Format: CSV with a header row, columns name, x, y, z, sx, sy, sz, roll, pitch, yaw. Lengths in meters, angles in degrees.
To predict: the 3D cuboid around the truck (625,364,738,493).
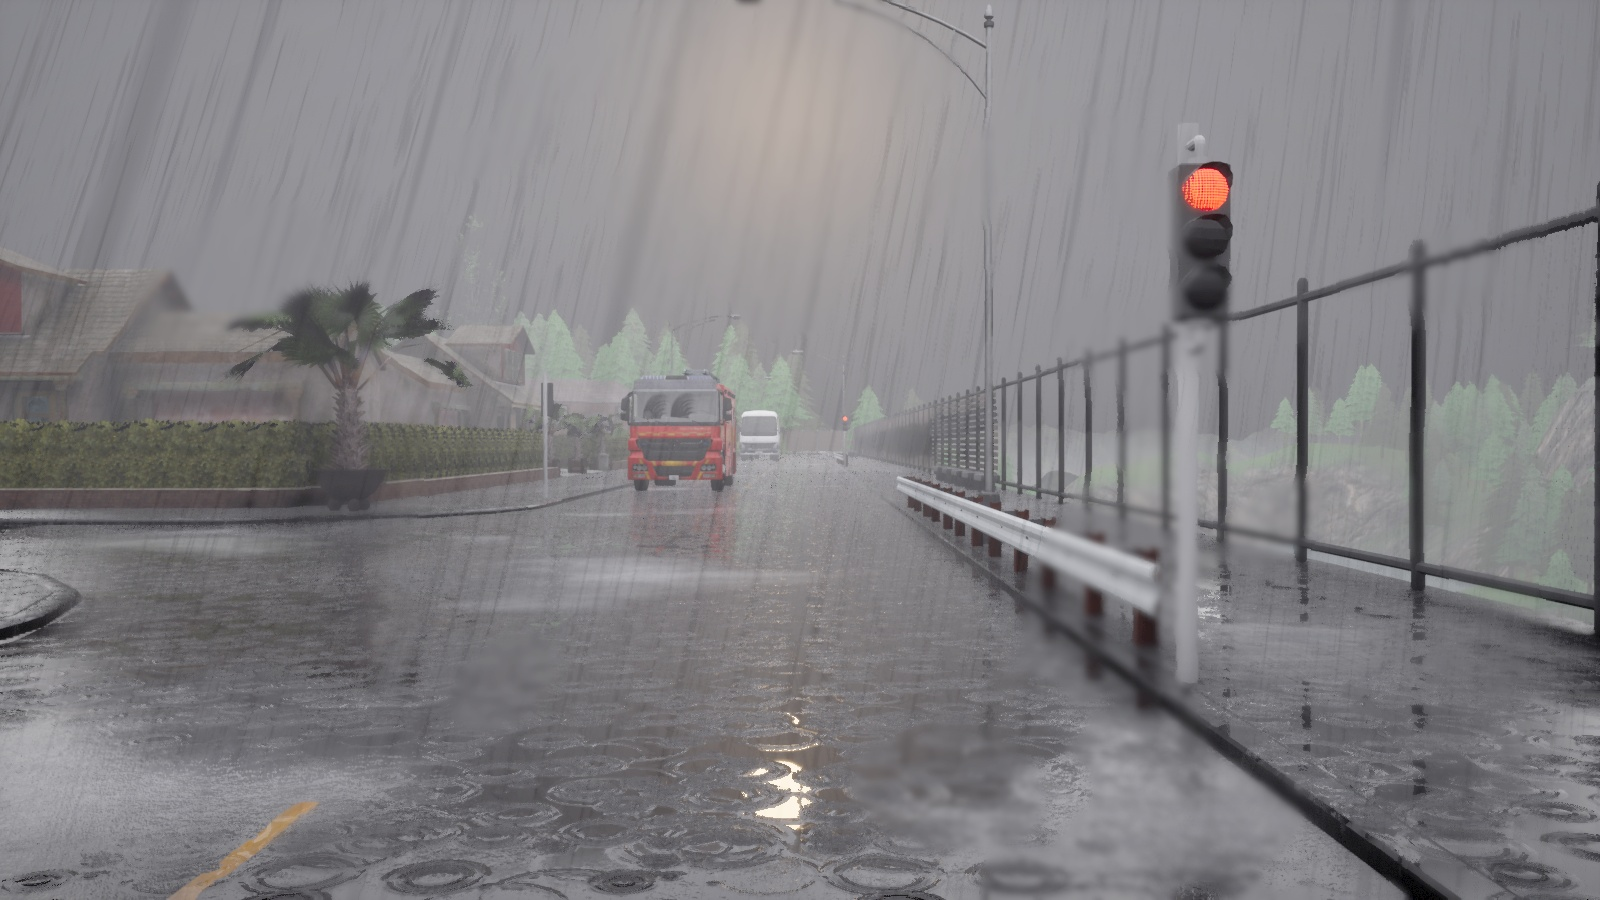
name,x,y,z,sx,sy,sz,roll,pitch,yaw
truck,-3.747,-0.656,41.568,2.891,3.827,8.468,0,0,0
